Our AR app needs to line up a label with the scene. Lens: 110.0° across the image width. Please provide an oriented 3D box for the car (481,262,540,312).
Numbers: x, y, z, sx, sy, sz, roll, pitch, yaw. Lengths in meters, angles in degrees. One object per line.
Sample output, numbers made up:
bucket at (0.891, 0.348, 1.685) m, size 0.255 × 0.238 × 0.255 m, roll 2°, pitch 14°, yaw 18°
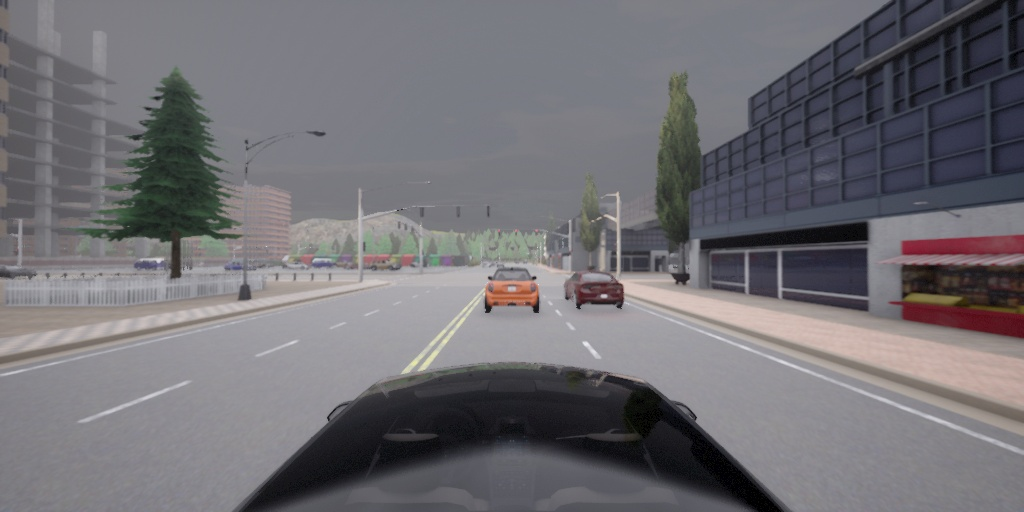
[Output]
car at (0.012, 1.253, 15.250) m, size 2.097 × 1.767 × 4.553 m, roll 0°, pitch -1°, yaw 0°

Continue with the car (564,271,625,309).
car at (3.519, 1.389, 16.073) m, size 1.882 × 1.535 × 5.008 m, roll 0°, pitch 0°, yaw 0°
